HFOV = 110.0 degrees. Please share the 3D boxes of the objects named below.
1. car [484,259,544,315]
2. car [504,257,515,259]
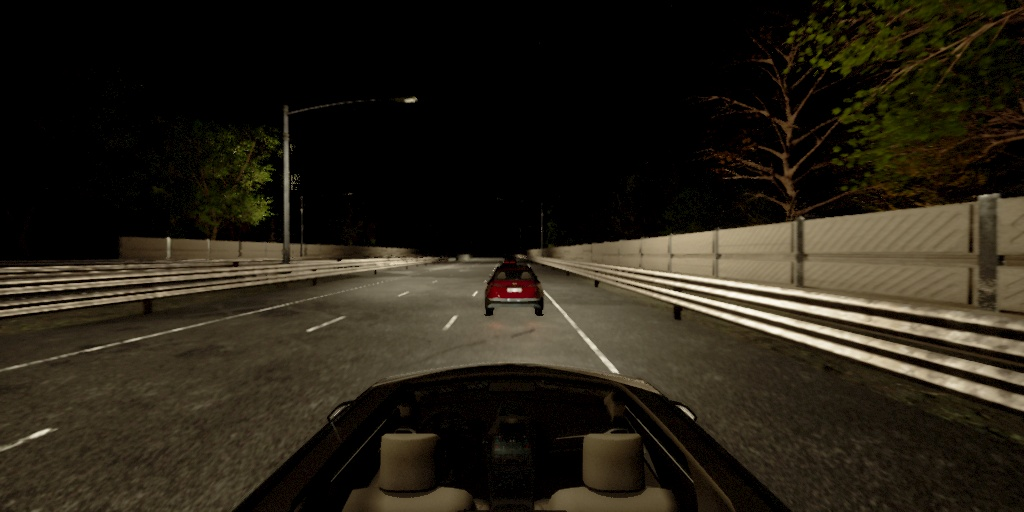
[{"bbox_3d":[0.064,1.079,13.107,2.033,1.649,4.856,0,1,0],"label":"car"},{"bbox_3d":[-0.297,0.870,43.849,1.837,1.490,4.892,0,1,-1],"label":"car"}]
